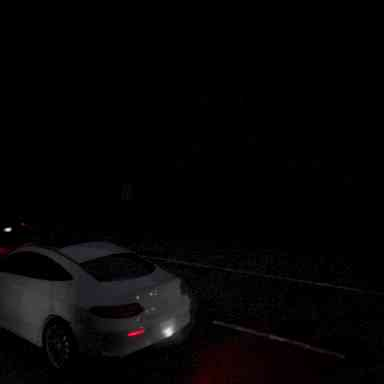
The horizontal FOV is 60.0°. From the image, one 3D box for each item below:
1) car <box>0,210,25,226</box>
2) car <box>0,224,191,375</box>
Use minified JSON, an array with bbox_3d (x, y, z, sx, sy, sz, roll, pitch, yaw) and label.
[{"bbox_3d":[-9.198,1.499,14.848,4.181,1.385,1.994,1,0,36],"label":"car"},{"bbox_3d":[-2.169,1.510,5.537,4.674,1.442,1.812,0,0,35],"label":"car"}]
